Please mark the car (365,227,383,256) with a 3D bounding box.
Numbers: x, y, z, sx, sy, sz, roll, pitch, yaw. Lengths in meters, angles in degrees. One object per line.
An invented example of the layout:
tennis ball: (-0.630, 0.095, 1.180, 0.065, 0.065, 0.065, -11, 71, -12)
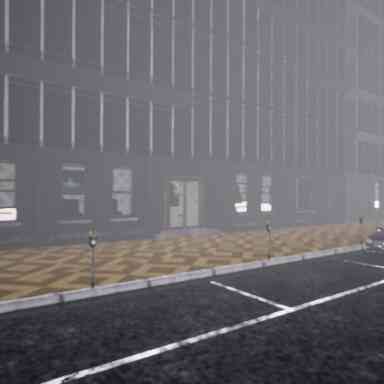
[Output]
car: (8.183, 1.671, 12.392, 4.403, 1.369, 2.008, 1, 0, -35)
